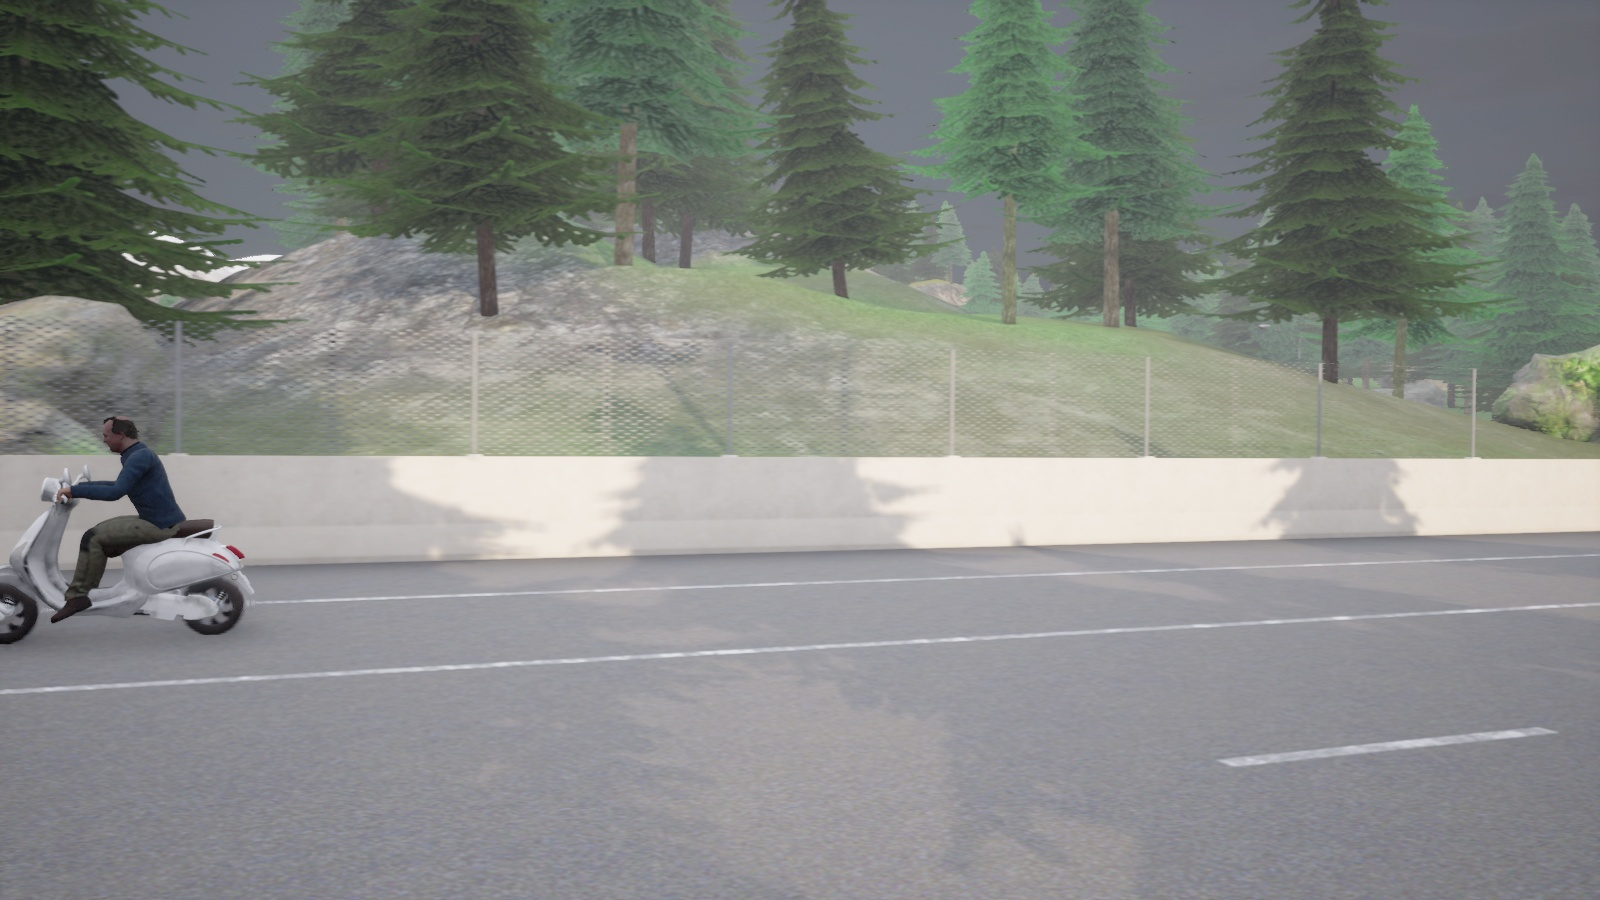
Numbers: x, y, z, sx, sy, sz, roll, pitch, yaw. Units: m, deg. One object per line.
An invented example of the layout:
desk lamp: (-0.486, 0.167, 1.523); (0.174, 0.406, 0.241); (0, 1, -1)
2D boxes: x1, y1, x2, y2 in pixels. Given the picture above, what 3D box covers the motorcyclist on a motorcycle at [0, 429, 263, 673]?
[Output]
motorcyclist on a motorcycle: (-4.821, 0.659, 8.895); (1.817, 1.590, 0.866); (-1, 1, -21)
